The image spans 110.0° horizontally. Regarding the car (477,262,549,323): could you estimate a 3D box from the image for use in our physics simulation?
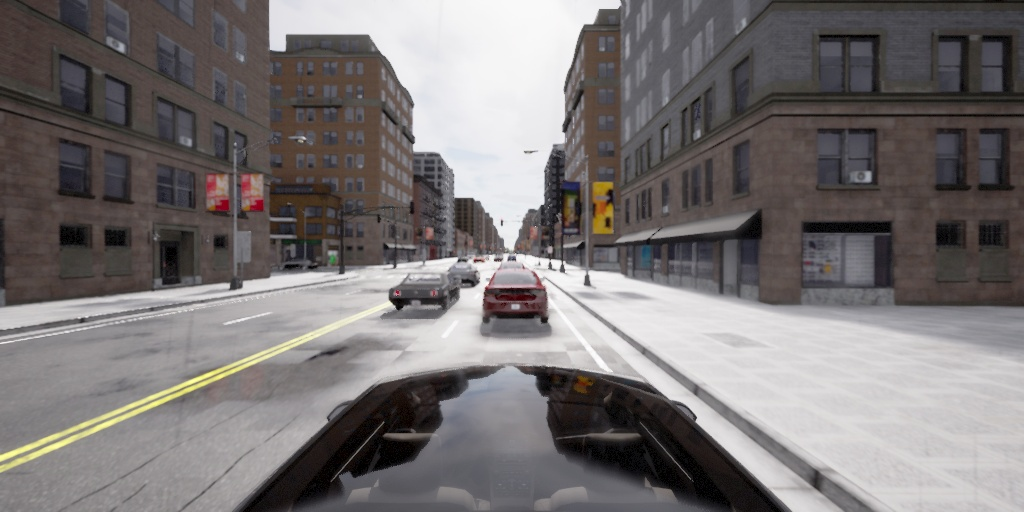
[{"bbox_3d":[0.101,1.144,11.779,1.882,1.535,5.008,0,0,0],"label":"car"}]

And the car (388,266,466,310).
[{"bbox_3d":[-3.152,1.248,14.038,1.895,1.301,4.718,0,0,0],"label":"car"}]

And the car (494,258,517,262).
[{"bbox_3d":[0.000,1.065,21.350,1.882,1.535,5.008,0,0,0],"label":"car"}]

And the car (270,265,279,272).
[{"bbox_3d":[-25.419,0.899,34.608,4.097,1.591,1.967,0,0,0],"label":"car"}]

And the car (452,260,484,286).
[{"bbox_3d":[-3.152,1.137,23.012,1.994,1.385,4.181,0,0,0],"label":"car"}]

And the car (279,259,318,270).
[{"bbox_3d":[-25.378,0.989,42.633,4.313,1.339,1.948,0,0,0],"label":"car"}]
